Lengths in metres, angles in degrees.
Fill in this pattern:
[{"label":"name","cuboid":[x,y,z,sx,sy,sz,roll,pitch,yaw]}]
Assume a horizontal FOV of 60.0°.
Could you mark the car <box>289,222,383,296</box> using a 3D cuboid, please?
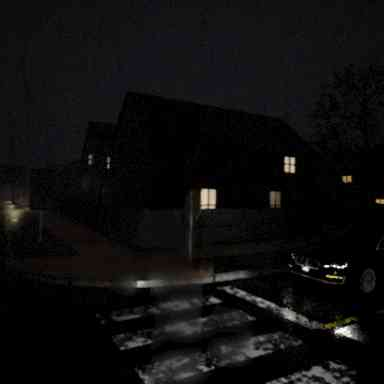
[{"label":"car","cuboid":[4.787,1.580,8.819,4.892,1.490,1.837,1,0,-28]}]
